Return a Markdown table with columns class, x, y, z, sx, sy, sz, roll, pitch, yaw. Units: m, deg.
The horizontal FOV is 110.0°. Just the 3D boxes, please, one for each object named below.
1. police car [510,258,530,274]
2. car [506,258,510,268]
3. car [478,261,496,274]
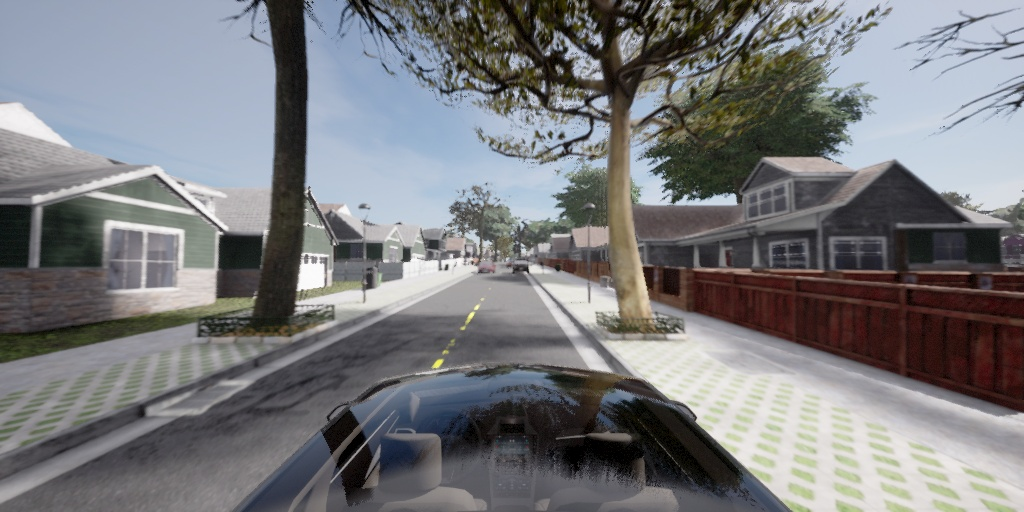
| class | x | y | z | sx | sy | sz | roll | pitch | yaw |
| --- | --- | --- | --- | --- | --- | --- | --- | --- | --- |
| police car | 0.988 | 1.173 | 41.031 | 1.930 | 1.638 | 5.238 | 0 | 0 | 0 |
| car | 0.038 | 1.326 | 59.859 | 1.895 | 1.301 | 4.718 | 0 | 0 | 0 |
| car | -2.810 | 1.275 | 40.605 | 1.812 | 1.442 | 4.674 | 0 | 0 | 0 |
